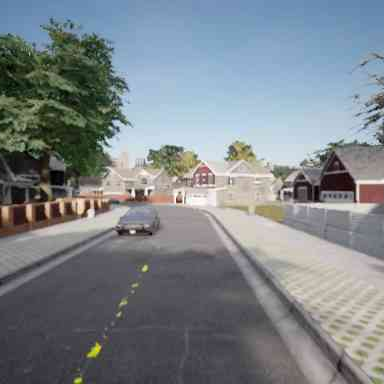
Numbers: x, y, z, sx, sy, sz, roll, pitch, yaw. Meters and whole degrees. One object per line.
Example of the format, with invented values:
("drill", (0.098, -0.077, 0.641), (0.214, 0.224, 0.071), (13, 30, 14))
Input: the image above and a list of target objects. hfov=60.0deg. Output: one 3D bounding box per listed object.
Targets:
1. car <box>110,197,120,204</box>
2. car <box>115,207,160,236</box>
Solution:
("car", (-14.498, 1.535, 59.292), (1.994, 1.385, 4.181), (0, 0, -42))
("car", (-2.850, 1.538, 18.653), (2.033, 1.411, 5.357), (0, 0, 0))
